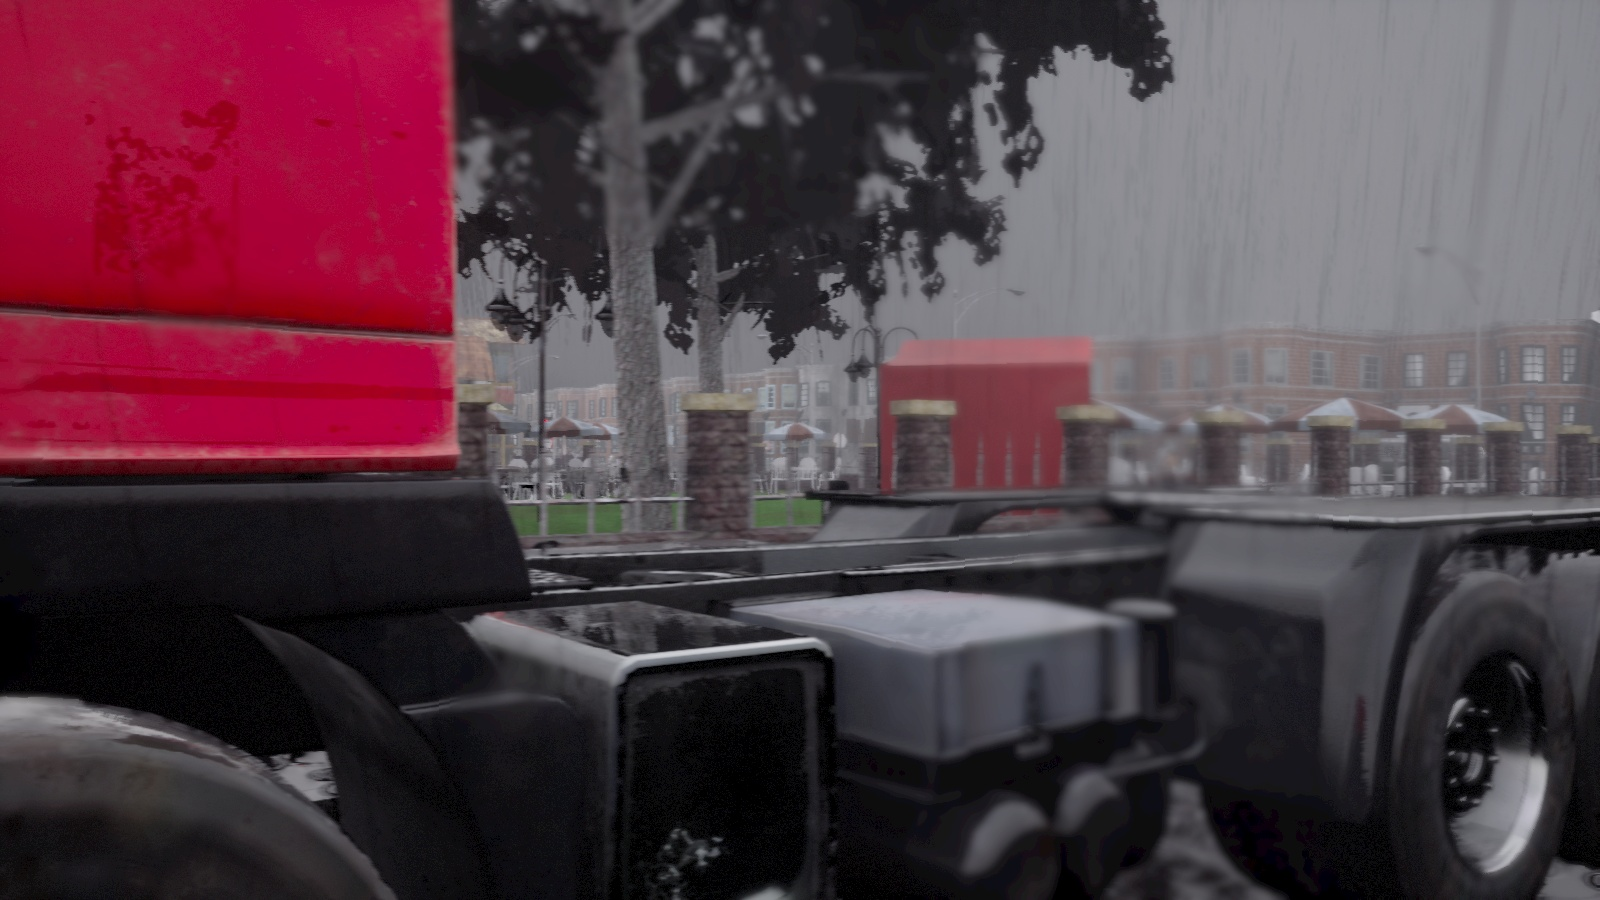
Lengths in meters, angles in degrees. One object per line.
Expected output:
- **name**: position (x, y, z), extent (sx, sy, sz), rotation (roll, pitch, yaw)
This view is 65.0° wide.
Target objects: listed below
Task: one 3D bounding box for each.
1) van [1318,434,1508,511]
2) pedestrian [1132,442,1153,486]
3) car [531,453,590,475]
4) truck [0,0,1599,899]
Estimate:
- **van**: position (17.006, 0.595, 35.052), extent (1.775, 1.987, 4.442), rotation (0, 0, -36)
- **pedestrian**: position (14.258, 0.593, 52.329), extent (0.328, 1.805, 0.869), rotation (0, 0, -31)
- **car**: position (-16.805, 0.983, 87.883), extent (2.128, 1.511, 4.902), rotation (0, 0, -36)
- **truck**: position (-0.020, -0.225, 3.916), extent (7.936, 3.462, 2.891), rotation (0, 0, -36)
